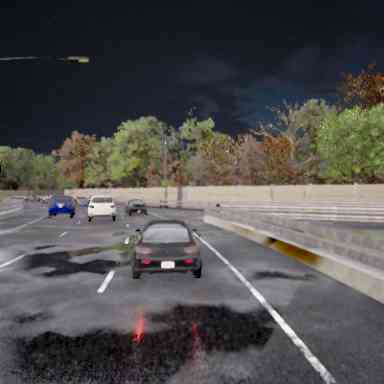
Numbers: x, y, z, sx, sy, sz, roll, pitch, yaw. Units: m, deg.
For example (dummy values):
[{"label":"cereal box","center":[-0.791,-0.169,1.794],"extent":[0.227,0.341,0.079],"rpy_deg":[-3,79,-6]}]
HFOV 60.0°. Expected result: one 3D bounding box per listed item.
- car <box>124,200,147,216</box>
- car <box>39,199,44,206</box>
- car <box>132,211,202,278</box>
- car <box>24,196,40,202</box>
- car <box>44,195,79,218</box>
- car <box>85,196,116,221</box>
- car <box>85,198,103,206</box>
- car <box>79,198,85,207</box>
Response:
[{"label":"car","center":[-5.833,1.610,34.279],"extent":[1.837,1.490,4.892],"rpy_deg":[0,0,-18]},{"label":"car","center":[-24.475,1.794,57.195],"extent":[1.895,1.301,4.718],"rpy_deg":[0,0,-33]},{"label":"car","center":[-0.779,1.555,10.162],"extent":[1.812,1.442,4.674],"rpy_deg":[0,0,-5]},{"label":"car","center":[-37.650,1.669,78.418],"extent":[5.357,1.411,2.033],"rpy_deg":[0,0,42]},{"label":"car","center":[-12.211,1.327,31.459],"extent":[2.150,2.045,5.566],"rpy_deg":[0,0,-17]},{"label":"car","center":[-7.743,1.311,28.636],"extent":[2.150,2.045,5.566],"rpy_deg":[0,0,-15]},{"label":"car","center":[-17.329,1.724,58.851],"extent":[1.994,1.385,4.181],"rpy_deg":[-1,-1,-31]},{"label":"car","center":[-17.358,1.717,52.214],"extent":[2.033,1.411,5.357],"rpy_deg":[0,0,-30]}]
